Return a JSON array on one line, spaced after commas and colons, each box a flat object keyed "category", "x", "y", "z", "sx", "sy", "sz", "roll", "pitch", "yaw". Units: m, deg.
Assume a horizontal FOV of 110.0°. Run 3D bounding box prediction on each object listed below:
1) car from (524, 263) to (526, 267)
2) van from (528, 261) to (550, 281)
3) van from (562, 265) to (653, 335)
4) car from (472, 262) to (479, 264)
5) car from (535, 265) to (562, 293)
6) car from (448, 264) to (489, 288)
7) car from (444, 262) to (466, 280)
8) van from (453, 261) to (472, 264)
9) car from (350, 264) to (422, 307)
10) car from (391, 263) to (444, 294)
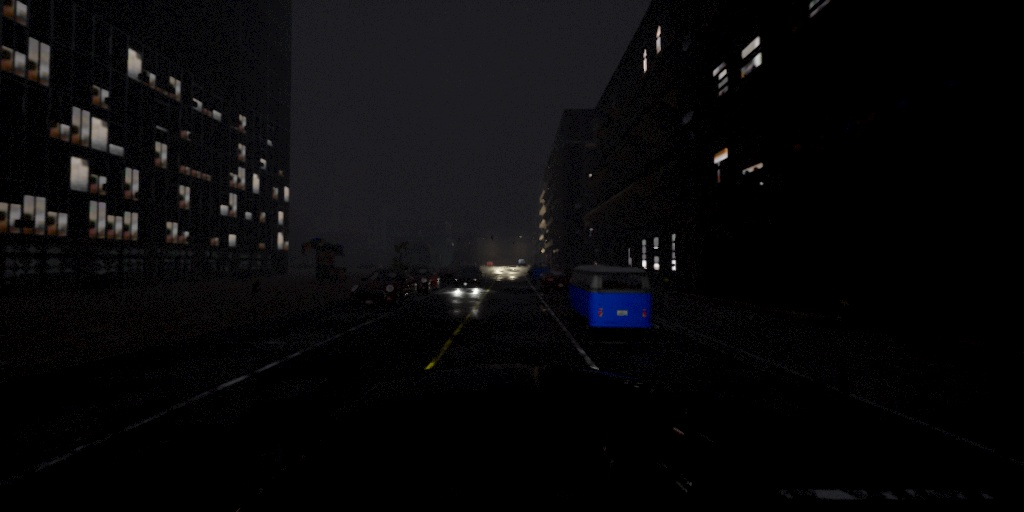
[{"category": "car", "x": 2.656, "y": 1.643, "z": 38.829, "sx": 1.948, "sy": 1.339, "sz": 4.313, "roll": 0, "pitch": 0, "yaw": 0}, {"category": "van", "x": 2.662, "y": 1.371, "z": 33.183, "sx": 1.690, "sy": 1.789, "sz": 3.998, "roll": 0, "pitch": 0, "yaw": 0}, {"category": "van", "x": 2.684, "y": 1.173, "z": 10.598, "sx": 1.690, "sy": 1.789, "sz": 3.998, "roll": 0, "pitch": 0, "yaw": 0}, {"category": "car", "x": -5.703, "y": 1.610, "z": 50.079, "sx": 1.967, "sy": 1.591, "sz": 4.097, "roll": 0, "pitch": 0, "yaw": 0}, {"category": "car", "x": 2.673, "y": 1.478, "z": 21.892, "sx": 1.888, "sy": 1.381, "sz": 4.507, "roll": 0, "pitch": 0, "yaw": 0}, {"category": "car", "x": -3.124, "y": 1.523, "z": 26.717, "sx": 2.033, "sy": 1.411, "sz": 5.357, "roll": 0, "pitch": 0, "yaw": 0}, {"category": "car", "x": -5.686, "y": 1.575, "z": 33.142, "sx": 1.888, "sy": 1.381, "sz": 4.507, "roll": 0, "pitch": 0, "yaw": 0}, {"category": "van", "x": -5.692, "y": 1.418, "z": 38.787, "sx": 1.690, "sy": 1.789, "sz": 3.998, "roll": 0, "pitch": 0, "yaw": 0}, {"category": "car", "x": -5.675, "y": 1.323, "z": 16.205, "sx": 1.967, "sy": 1.591, "sz": 4.097, "roll": 0, "pitch": 0, "yaw": 0}, {"category": "car", "x": -5.675, "y": 1.373, "z": 21.851, "sx": 1.967, "sy": 1.591, "sz": 4.097, "roll": 0, "pitch": 0, "yaw": 0}]
